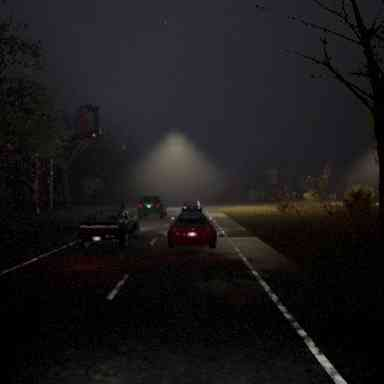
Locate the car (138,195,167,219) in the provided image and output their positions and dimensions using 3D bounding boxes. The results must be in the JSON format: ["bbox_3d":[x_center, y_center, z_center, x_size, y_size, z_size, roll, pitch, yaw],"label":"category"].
[{"bbox_3d":[-3.500,1.274,29.693,2.150,2.045,5.566,0,0,0],"label":"car"}]

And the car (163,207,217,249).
[{"bbox_3d":[0.001,1.578,14.655,1.994,1.385,4.181,0,0,0],"label":"car"}]

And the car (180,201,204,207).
[{"bbox_3d":[0.001,1.512,29.662,2.128,1.511,4.902,0,0,0],"label":"car"}]

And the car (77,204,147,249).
[{"bbox_3d":[-3.499,1.501,14.656,2.128,1.511,4.902,0,0,0],"label":"car"}]
